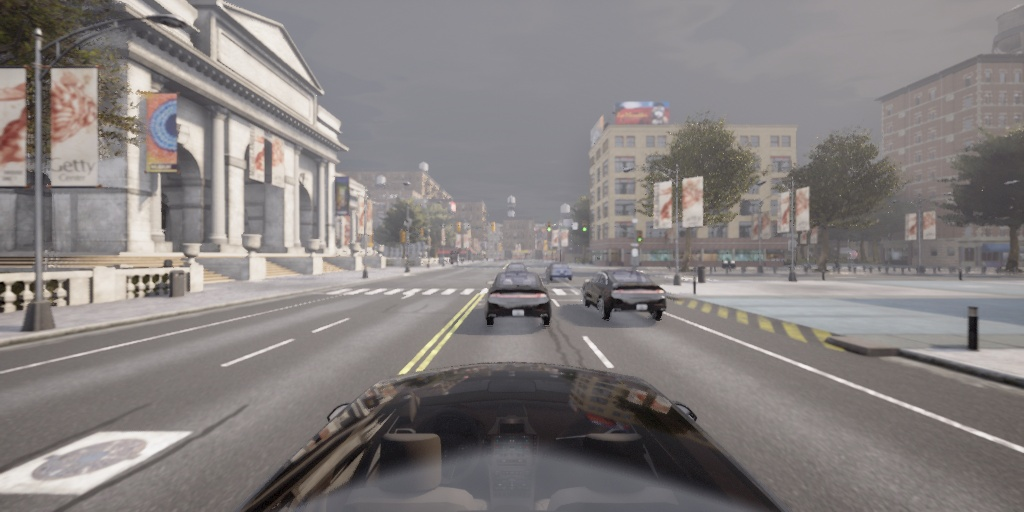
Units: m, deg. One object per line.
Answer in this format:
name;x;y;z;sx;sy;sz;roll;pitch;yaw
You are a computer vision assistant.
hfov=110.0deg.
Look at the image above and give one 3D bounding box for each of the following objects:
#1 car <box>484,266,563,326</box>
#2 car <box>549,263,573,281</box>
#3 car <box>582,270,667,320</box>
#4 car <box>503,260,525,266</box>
car;0.180;1.232;11.573;2.128;1.511;4.902;0;0;0
car;3.853;1.270;30.028;2.033;1.411;5.357;0;0;1
car;3.696;1.231;12.566;2.128;1.511;4.902;0;0;1
car;0.354;1.270;30.073;2.033;1.411;5.357;0;0;1
